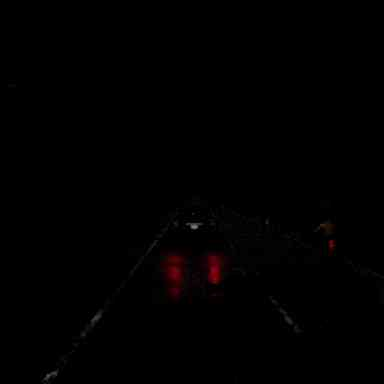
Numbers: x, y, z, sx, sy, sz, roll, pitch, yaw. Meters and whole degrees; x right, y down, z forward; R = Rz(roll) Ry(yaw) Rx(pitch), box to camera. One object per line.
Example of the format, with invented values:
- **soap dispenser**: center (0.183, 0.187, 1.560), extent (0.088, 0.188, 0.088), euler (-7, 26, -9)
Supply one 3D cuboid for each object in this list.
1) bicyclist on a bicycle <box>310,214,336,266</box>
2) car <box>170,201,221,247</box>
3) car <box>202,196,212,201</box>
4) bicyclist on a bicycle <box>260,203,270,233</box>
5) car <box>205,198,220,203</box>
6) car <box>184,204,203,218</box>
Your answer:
- **bicyclist on a bicycle**: center (4.442, 1.547, 11.086), extent (0.866, 1.612, 1.509), euler (0, -1, 0)
- **car**: center (0.102, 1.511, 16.030), extent (2.097, 1.767, 4.553), euler (0, -1, 0)
- **car**: center (3.517, 1.956, 73.538), extent (2.150, 2.045, 5.566), euler (0, -1, 0)
- **bicyclist on a bicycle**: center (4.469, 1.574, 20.487), extent (0.659, 1.776, 1.843), euler (0, 0, 0)
- **car**: center (3.615, 2.098, 53.794), extent (1.994, 1.385, 4.181), euler (0, -1, 0)
- **car**: center (0.106, 1.952, 35.502), extent (1.895, 1.301, 4.718), euler (0, -1, 0)
